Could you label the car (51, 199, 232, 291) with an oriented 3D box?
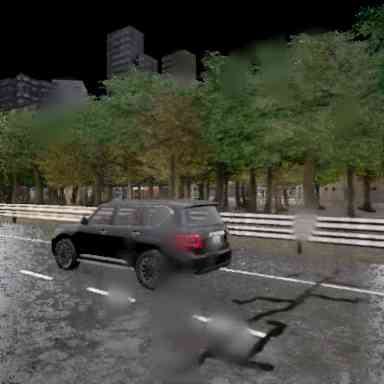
[{"bbox_3d":[-1.594,1.224,9.308,5.566,2.045,2.150,0,0,36],"label":"car"}]
